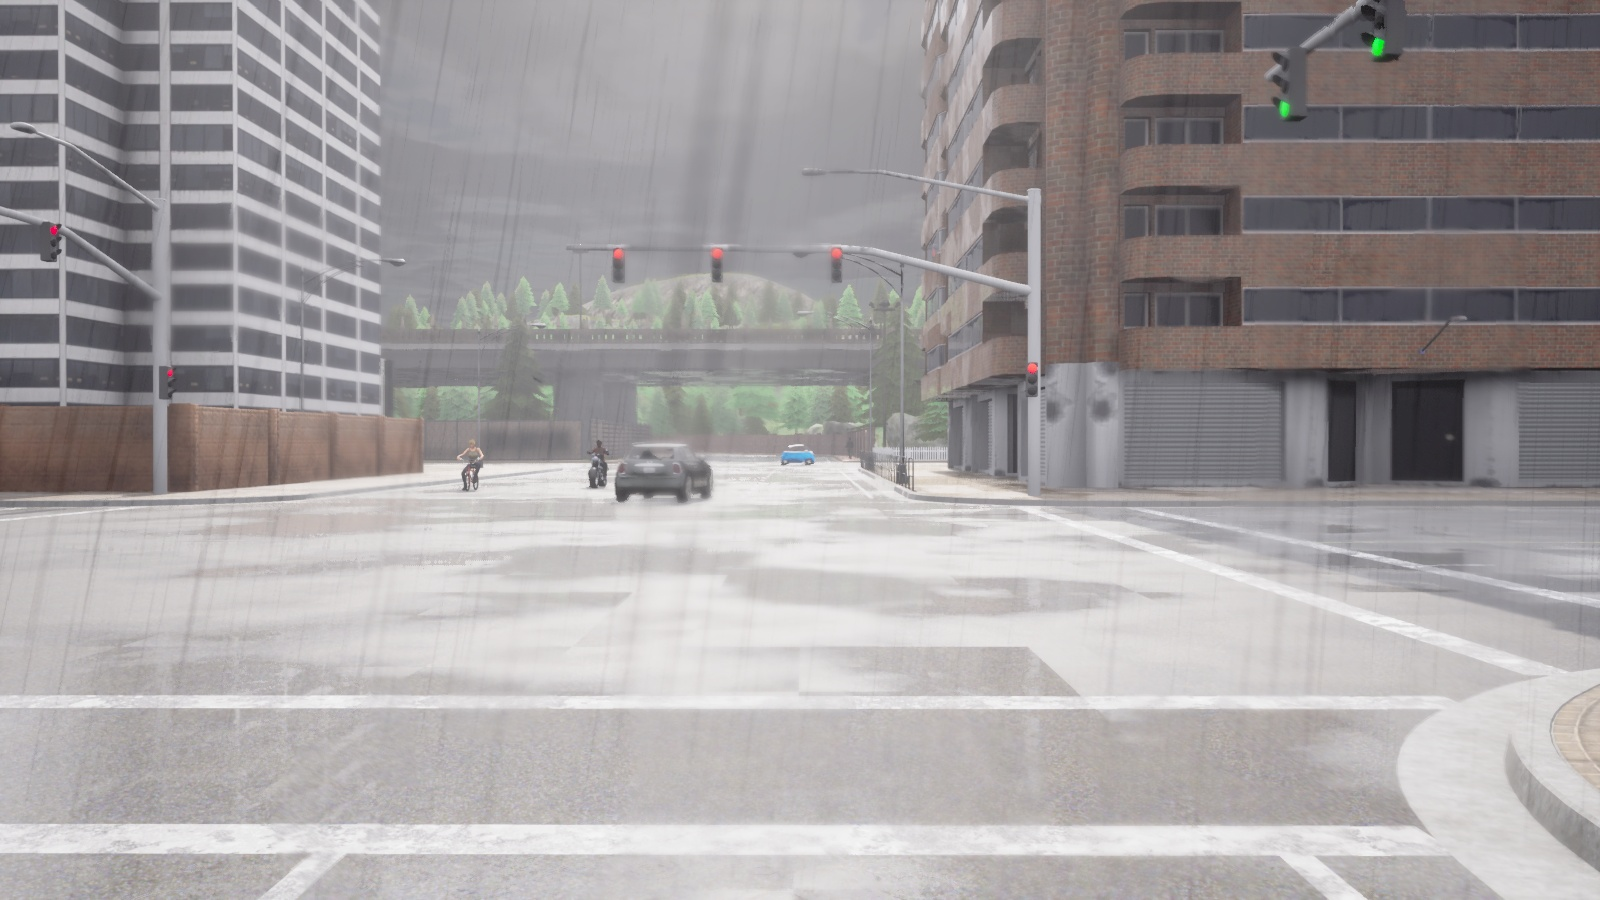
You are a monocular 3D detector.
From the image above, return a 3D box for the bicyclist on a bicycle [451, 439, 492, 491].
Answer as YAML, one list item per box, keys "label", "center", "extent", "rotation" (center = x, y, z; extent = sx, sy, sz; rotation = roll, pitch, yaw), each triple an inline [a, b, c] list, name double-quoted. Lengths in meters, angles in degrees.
- label: "bicyclist on a bicycle"
  center: [-10.263, 0.453, 39.234]
  extent: [0.866, 1.612, 1.509]
  rotation: [0, 0, 1]

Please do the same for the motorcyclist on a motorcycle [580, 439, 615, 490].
- label: "motorcyclist on a motorcycle"
  center: [-6.752, 0.454, 42.021]
  extent: [0.766, 1.649, 2.350]
  rotation: [0, 0, 0]

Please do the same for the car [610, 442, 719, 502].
- label: "car"
  center: [-3.469, 0.524, 32.836]
  extent: [1.970, 1.475, 3.806]
  rotation: [0, 0, 8]

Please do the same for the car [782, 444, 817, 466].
- label: "car"
  center: [-0.031, 0.321, 80.620]
  extent: [2.207, 1.376, 1.481]
  rotation: [0, 1, 0]
